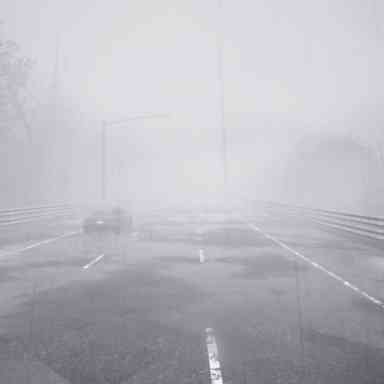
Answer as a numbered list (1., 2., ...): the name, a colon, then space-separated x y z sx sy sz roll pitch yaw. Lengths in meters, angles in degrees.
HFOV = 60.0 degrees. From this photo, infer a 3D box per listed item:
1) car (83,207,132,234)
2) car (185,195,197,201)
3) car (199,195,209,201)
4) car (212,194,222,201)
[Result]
1. car: -4.778 1.571 19.398 1.994 1.385 4.181 0 0 1
2. car: -0.657 1.620 85.767 2.033 1.411 5.357 0 0 6
3. car: 2.872 1.675 85.870 1.895 1.301 4.718 0 0 6
4. car: 6.431 1.436 86.264 2.097 1.767 4.553 0 0 6
